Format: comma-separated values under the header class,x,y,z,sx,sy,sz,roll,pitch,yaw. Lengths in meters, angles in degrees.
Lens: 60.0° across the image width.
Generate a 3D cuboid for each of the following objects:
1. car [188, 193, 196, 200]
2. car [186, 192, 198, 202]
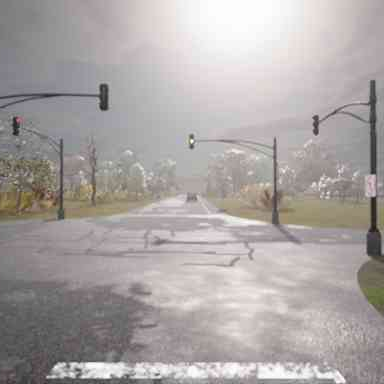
class,x,y,z,sx,sy,sz,roll,pitch,yaw
car,0.002,0.991,78.658,1.882,1.535,5.008,0,0,0
car,0.002,0.935,68.266,2.150,2.045,5.566,0,0,0
